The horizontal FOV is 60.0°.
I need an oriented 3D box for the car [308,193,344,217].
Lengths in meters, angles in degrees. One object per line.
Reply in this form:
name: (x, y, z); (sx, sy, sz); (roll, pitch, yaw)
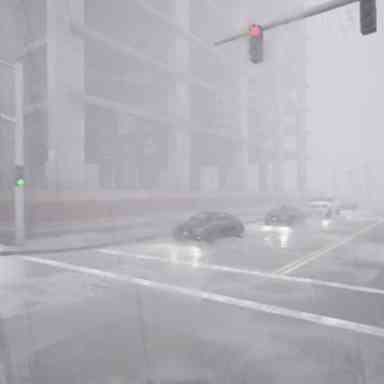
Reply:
car: (12.757, 1.310, 32.371); (2.150, 2.045, 5.566); (-1, -1, 36)

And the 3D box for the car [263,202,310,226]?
car: (6.804, 1.653, 24.317); (1.994, 1.385, 4.181); (-1, 0, 36)

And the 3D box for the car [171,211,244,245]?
car: (0.878, 1.654, 16.289); (1.994, 1.385, 4.181); (-1, 0, 36)

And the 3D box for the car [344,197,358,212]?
car: (18.917, 1.649, 40.654); (1.994, 1.385, 4.181); (-1, 0, 37)
